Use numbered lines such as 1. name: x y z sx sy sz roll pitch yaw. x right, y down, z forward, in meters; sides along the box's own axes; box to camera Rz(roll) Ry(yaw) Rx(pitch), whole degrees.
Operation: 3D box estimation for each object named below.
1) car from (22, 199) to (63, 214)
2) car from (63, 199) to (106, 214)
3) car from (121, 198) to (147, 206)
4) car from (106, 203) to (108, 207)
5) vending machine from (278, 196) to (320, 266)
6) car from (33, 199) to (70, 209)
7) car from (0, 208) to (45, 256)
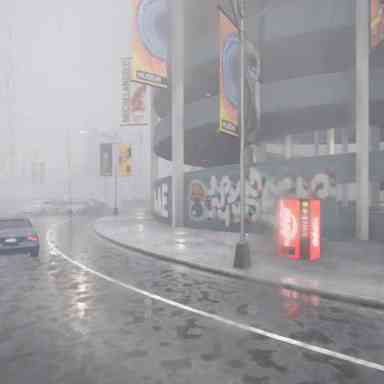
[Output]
1. car: -14.755 1.526 32.528 1.812 1.442 4.674 0 0 3
2. car: -11.149 1.601 34.708 1.895 1.301 4.718 0 0 8
3. car: -9.787 1.601 56.288 1.895 1.301 4.718 0 0 31
4. car: -12.881 1.547 42.356 2.033 1.411 5.357 0 0 20
5. vending machine: 3.488 1.195 10.814 0.880 2.100 1.100 0 0 45
6. car: -19.222 1.600 45.658 1.895 1.301 4.718 0 0 21
7. car: -6.867 1.547 12.429 2.033 1.411 5.357 0 0 -31
